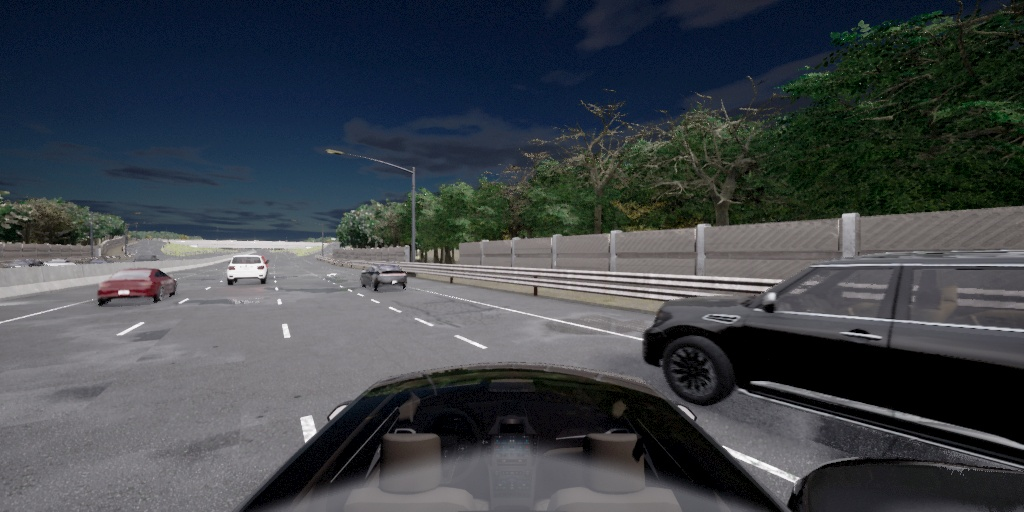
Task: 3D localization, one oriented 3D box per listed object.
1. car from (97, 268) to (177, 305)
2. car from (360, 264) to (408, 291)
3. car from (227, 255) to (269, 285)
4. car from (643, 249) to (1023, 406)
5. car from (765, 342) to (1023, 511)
[{"bbox_3d":[-16.689,1.268,16.129,1.812,1.442,4.674,0,0,-34],"label":"car"},{"bbox_3d":[-7.880,1.236,21.846,2.128,1.511,4.902,0,0,-34],"label":"car"},{"bbox_3d":[-19.274,0.957,26.232,2.150,2.045,5.566,0,0,-34],"label":"car"},{"bbox_3d":[4.266,0.969,3.943,2.150,2.045,5.566,0,0,-34],"label":"car"},{"bbox_3d":[2.984,1.315,0.538,4.181,1.385,1.994,0,0,34],"label":"car"}]
